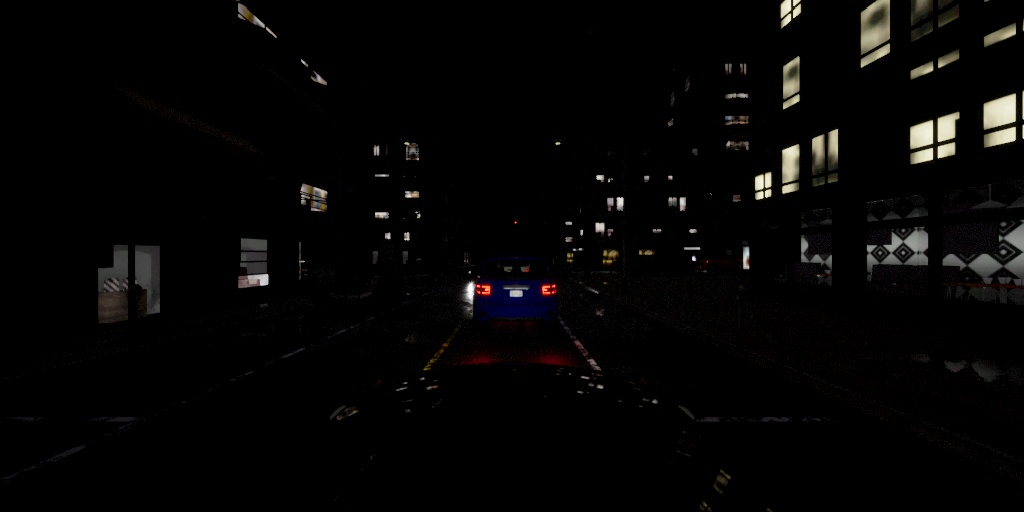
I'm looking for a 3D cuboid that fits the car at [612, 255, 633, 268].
[{"bbox_3d":[14.594,0.764,42.819,5.009,1.841,2.192,0,0,0],"label":"car"}]

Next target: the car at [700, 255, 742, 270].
[{"bbox_3d":[23.400,0.642,40.301,4.553,1.767,2.097,-1,0,-1],"label":"car"}]

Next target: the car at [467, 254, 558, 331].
[{"bbox_3d":[0.103,0.971,11.062,2.150,2.045,5.566,0,0,0],"label":"car"}]

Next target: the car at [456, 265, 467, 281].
[{"bbox_3d":[-3.367,1.384,30.331,1.895,1.301,4.718,0,-1,-20],"label":"car"}]

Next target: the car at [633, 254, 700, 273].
[{"bbox_3d":[14.725,0.778,34.439,5.009,1.841,2.192,0,0,0],"label":"car"}]

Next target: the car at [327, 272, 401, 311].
[{"bbox_3d":[-5.734,1.332,14.468,1.802,1.307,4.207,0,0,0],"label":"car"}]

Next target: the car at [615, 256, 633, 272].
[{"bbox_3d":[14.435,0.983,40.208,4.674,1.442,1.812,-1,0,-1],"label":"car"}]

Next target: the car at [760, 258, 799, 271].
[{"bbox_3d":[25.819,0.822,34.531,4.313,1.339,1.948,0,0,0],"label":"car"}]

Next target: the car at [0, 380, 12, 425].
[{"bbox_3d":[-5.689,1.300,1.551,2.007,1.370,4.403,0,0,0],"label":"car"}]
